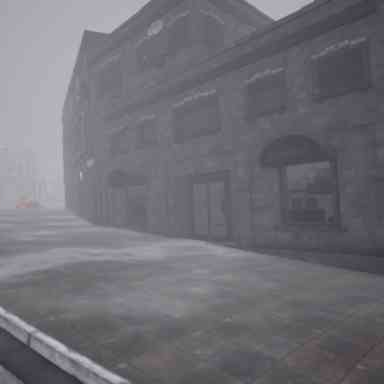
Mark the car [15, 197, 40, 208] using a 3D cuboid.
[{"bbox_3d":[-25.090,1.491,50.934,2.097,1.767,4.553,-3,-1,-4],"label":"car"}]

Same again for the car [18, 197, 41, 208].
[{"bbox_3d":[-29.249,1.809,60.126,2.097,1.767,4.553,-3,-1,-3],"label":"car"}]

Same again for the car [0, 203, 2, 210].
[{"bbox_3d":[-23.900,1.523,38.550,1.837,1.490,4.892,-3,0,-6],"label":"car"}]
